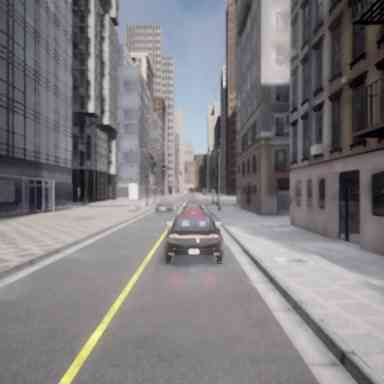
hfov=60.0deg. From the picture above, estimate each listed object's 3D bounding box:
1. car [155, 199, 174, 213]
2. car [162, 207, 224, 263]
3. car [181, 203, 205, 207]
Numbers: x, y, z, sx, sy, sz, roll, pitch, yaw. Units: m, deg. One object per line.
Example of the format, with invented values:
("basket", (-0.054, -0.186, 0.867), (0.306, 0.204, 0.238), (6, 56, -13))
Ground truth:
("car", (-3.064, 1.573, 37.453), (1.812, 1.442, 4.674), (0, 0, 0))
("car", (0.071, 1.503, 11.973), (2.128, 1.511, 4.902), (0, 0, 0))
("car", (0.081, 1.594, 27.376), (1.994, 1.385, 4.181), (0, 0, 0))
